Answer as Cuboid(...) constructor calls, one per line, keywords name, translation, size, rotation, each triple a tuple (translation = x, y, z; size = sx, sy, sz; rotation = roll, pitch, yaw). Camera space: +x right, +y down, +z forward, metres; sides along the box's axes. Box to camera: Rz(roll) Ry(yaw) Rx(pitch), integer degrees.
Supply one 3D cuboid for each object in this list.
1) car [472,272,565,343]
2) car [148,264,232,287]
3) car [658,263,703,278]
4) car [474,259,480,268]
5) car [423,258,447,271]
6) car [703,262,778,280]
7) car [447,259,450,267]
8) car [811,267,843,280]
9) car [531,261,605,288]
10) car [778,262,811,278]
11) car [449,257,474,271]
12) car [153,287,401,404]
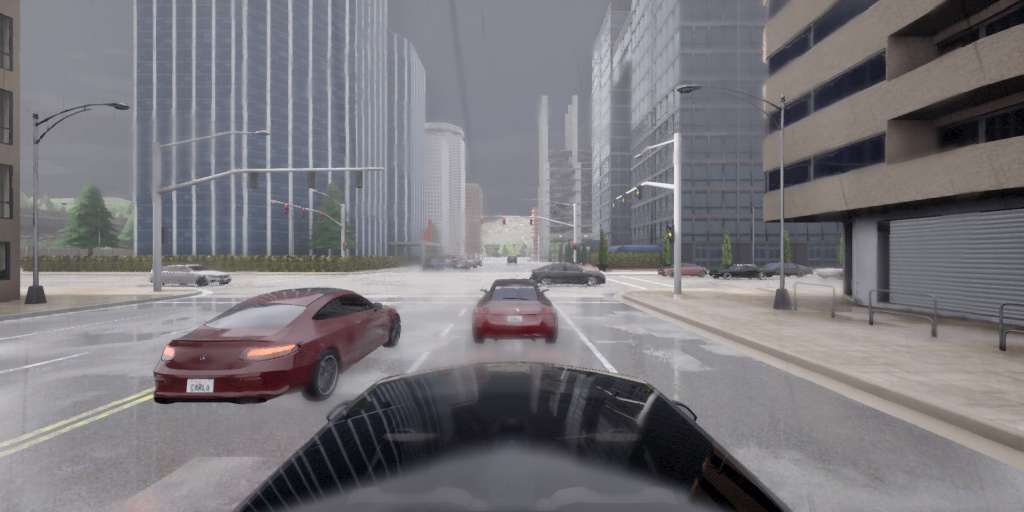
Cuboid(name="car", translation=(0.079, 1.314, 9.669), size=(1.994, 1.385, 4.181), rotation=(0, 0, 0))
Cuboid(name="car", translation=(-21.286, 1.276, 23.746), size=(4.674, 1.442, 1.812), rotation=(0, 0, 1))
Cuboid(name="car", translation=(16.148, 1.314, 34.047), size=(4.181, 1.385, 1.994), rotation=(0, 0, 1))
Cuboid(name="car", translation=(-7.057, 1.275, 60.841), size=(1.812, 1.442, 4.674), rotation=(0, 0, 1))
Cuboid(name="car", translation=(-10.575, 1.102, 48.361), size=(2.097, 1.767, 4.553), rotation=(0, 0, 0))
Cuboid(name="car", translation=(19.371, 1.351, 30.511), size=(4.718, 1.301, 1.895), rotation=(0, 0, 1))
Cuboid(name="car", translation=(-10.568, 1.276, 58.177), size=(1.812, 1.442, 4.674), rotation=(0, 0, 1))
Cuboid(name="car", translation=(28.735, 1.351, 30.412), size=(4.718, 1.301, 1.895), rotation=(0, 0, 1))
Cuboid(name="car", translation=(3.615, 1.255, 23.473), size=(4.892, 1.490, 1.837), rotation=(0, 0, 1))
Cuboid(name="car", translation=(25.383, 1.297, 33.949), size=(5.357, 1.411, 2.033), rotation=(0, 0, 1))
Cuboid(name="car", translation=(-7.071, 1.241, 50.886), size=(2.128, 1.511, 4.902), rotation=(0, 0, 0))
Cuboid(name="car", translation=(-3.441, 1.276, 6.280), size=(1.812, 1.442, 4.674), rotation=(0, 0, 0))
